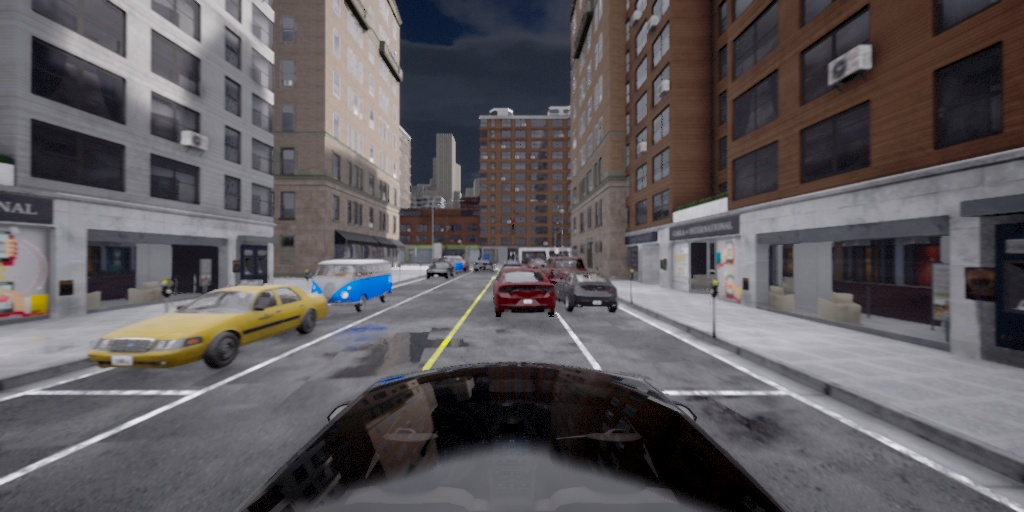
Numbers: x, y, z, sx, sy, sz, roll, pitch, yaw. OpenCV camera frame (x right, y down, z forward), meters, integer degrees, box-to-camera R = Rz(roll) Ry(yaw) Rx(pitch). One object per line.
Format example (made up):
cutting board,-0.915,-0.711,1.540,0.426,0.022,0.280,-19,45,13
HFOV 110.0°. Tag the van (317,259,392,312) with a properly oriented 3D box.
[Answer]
van,-5.855,1.010,13.448,1.690,1.789,3.998,0,0,0

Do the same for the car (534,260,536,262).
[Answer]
car,2.673,1.129,24.577,1.751,1.417,4.829,0,0,0

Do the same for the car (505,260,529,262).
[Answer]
car,0.104,1.059,30.732,2.128,1.511,4.902,0,0,0

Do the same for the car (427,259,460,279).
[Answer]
car,-5.852,1.139,29.893,1.948,1.339,4.313,0,0,0

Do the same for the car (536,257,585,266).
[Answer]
car,2.672,0.950,18.924,2.192,1.841,5.009,0,0,0

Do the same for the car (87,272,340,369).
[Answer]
car,-5.856,1.230,7.795,1.751,1.417,4.829,0,0,0

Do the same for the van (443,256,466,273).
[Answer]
van,-5.850,0.885,35.375,1.690,1.789,3.998,0,0,0

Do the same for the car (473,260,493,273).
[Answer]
car,-3.050,1.088,39.227,1.994,1.385,4.181,0,0,0

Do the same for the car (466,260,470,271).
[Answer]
car,-5.849,1.060,40.857,1.888,1.381,4.507,0,0,0

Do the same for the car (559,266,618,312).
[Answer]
car,2.670,1.219,13.442,2.007,1.370,4.403,0,0,0

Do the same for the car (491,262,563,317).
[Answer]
car,0.302,1.151,12.837,1.882,1.535,5.008,0,0,-4

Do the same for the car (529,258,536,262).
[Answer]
car,2.675,0.984,35.372,1.967,1.591,4.097,0,0,0
